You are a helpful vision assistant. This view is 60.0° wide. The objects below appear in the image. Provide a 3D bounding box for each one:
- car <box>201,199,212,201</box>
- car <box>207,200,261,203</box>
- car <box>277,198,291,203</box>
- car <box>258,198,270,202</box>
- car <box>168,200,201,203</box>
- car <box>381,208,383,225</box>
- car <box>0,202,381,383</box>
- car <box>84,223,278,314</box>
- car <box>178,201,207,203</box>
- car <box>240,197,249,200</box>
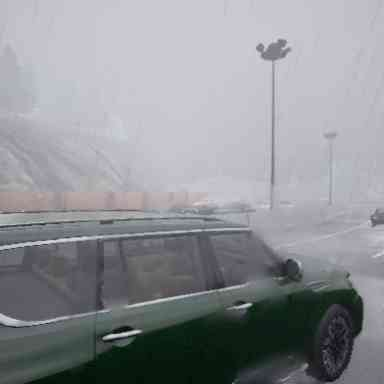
[{"bbox_3d":[1.867,1.680,44.474,1.882,1.535,5.008,0,0,25],"label":"car"},{"bbox_3d":[3.566,1.642,27.474,1.837,1.490,4.892,1,0,37],"label":"car"},{"bbox_3d":[18.152,1.856,65.763,1.882,1.535,5.008,0,0,5],"label":"car"},{"bbox_3d":[14.804,1.901,69.061,2.128,1.511,4.902,0,0,1],"label":"car"},{"bbox_3d":[-1.751,1.676,31.858,2.033,1.411,5.357,0,0,37],"label":"car"},{"bbox_3d":[14.065,1.778,23.657,1.895,1.301,4.718,0,0,36],"label":"car"},{"bbox_3d":[-0.296,1.233,3.729,5.566,2.045,2.150,1,0,-38],"label":"car"},{"bbox_3d":[-0.057,1.636,8.394,4.718,1.301,1.895,1,0,-39],"label":"car"},{"bbox_3d":[1.134,1.736,29.936,1.895,1.301,4.718,0,0,37],"label":"car"},{"bbox_3d":[11.263,1.850,70.962,2.033,1.411,5.357,0,0,1],"label":"car"}]
